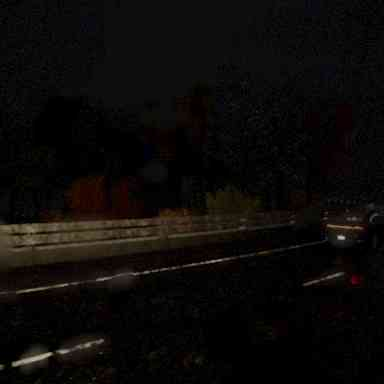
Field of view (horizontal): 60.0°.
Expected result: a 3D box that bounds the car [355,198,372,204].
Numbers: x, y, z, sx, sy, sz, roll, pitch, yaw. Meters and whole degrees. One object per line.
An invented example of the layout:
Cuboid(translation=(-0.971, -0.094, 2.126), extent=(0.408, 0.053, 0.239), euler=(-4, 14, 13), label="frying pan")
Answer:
Cuboid(translation=(40.274, 2.238, 79.234), extent=(1.812, 1.442, 4.674), euler=(0, 0, 5), label="car")

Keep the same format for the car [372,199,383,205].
Cuboid(translation=(43.748, 2.285, 78.806), extent=(1.994, 1.385, 4.181), euler=(0, 0, 5), label="car")

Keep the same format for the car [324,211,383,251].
Cuboid(translation=(7.722, 1.633, 14.944), extent=(4.902, 1.511, 2.128), euler=(1, 0, -43), label="car")
